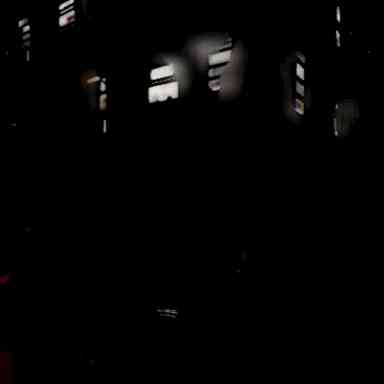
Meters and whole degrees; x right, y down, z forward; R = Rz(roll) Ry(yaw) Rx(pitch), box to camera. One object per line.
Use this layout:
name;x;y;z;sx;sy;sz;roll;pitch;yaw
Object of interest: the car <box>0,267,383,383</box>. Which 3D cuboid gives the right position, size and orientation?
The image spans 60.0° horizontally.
car;-0.439;1.581;3.024;4.206;1.307;1.802;0;1;36
